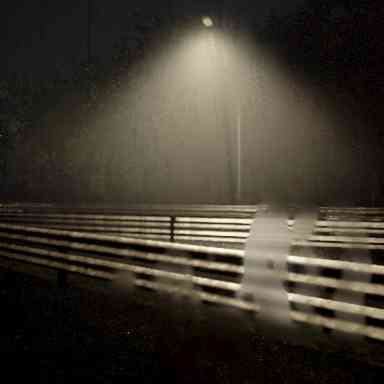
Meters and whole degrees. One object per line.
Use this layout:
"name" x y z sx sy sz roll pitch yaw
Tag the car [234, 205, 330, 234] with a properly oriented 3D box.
"car" 4.448 1.419 16.674 4.553 1.767 2.097 0 0 20
